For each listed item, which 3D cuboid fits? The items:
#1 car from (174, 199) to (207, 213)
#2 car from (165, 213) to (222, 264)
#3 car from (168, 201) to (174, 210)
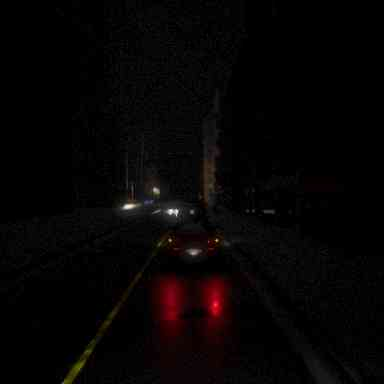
[{"bbox_3d":[0.028,1.556,26.186,2.150,2.045,5.566,0,0,1],"label":"car"},{"bbox_3d":[0.042,1.680,12.294,1.812,1.442,4.674,0,-1,0],"label":"car"},{"bbox_3d":[-3.063,2.312,58.149,2.128,1.511,4.902,0,-1,1],"label":"car"}]
